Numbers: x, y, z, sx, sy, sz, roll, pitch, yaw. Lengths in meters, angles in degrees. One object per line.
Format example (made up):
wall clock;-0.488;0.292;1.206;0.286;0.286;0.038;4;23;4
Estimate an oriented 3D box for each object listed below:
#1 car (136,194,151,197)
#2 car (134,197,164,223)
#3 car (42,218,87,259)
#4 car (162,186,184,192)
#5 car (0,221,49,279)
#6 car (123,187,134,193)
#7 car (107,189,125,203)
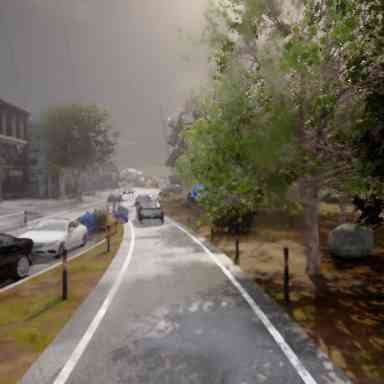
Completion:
car;-6.293;0.989;43.205;1.994;1.385;4.181;0;2;-6
car;-3.327;1.462;25.633;2.128;1.511;4.902;-1;1;-13
car;-6.009;1.909;14.678;2.002;1.452;4.674;2;0;0
car;-5.153;-0.775;95.115;5.566;2.045;2.435;0;0;-26
car;-6.067;1.790;8.536;2.097;1.535;5.008;-1;-1;5
car;-12.354;-0.346;64.815;2.097;1.767;4.553;0;2;-4
car;-11.247;0.759;49.057;1.812;1.442;4.674;0;2;-4
